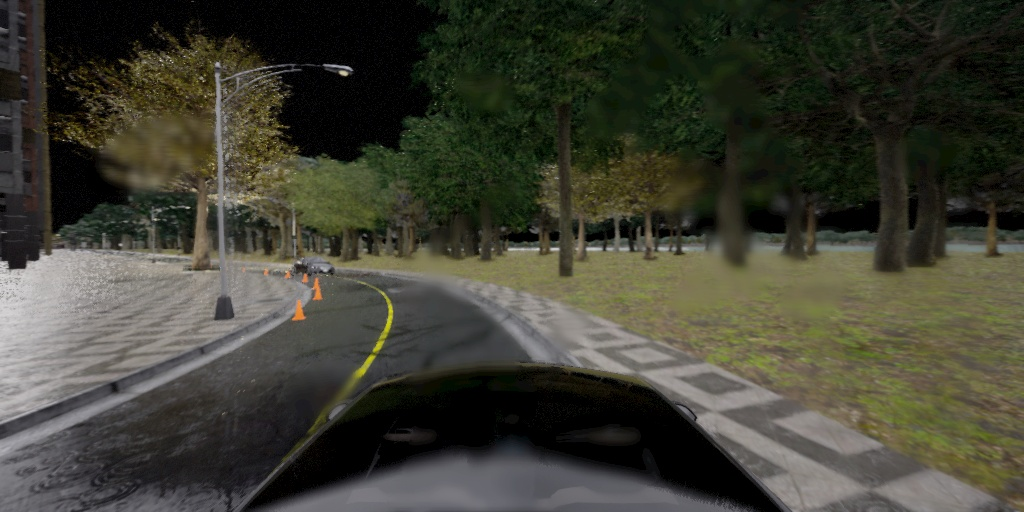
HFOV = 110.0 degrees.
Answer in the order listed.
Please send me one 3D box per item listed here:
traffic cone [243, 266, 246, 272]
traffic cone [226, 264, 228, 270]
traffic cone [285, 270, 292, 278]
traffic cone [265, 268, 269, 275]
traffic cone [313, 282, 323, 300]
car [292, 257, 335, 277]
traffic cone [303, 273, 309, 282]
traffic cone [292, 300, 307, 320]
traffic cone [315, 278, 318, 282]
[{"bbox_3d":[-24.265,1.199,32.550,0.340,0.580,0.340,0,0,37],"label":"traffic cone"},{"bbox_3d":[-28.276,1.136,35.537,0.340,0.580,0.340,0,0,37],"label":"traffic cone"},{"bbox_3d":[-16.594,1.318,26.590,0.340,0.580,0.340,0,0,43],"label":"traffic cone"},{"bbox_3d":[-20.255,1.259,29.564,0.340,0.580,0.340,0,0,37],"label":"traffic cone"},{"bbox_3d":[-8.327,1.556,15.423,0.340,0.580,0.340,0,0,-26],"label":"traffic cone"},{"bbox_3d":[-15.909,0.801,28.692,4.902,1.511,2.128,1,2,41],"label":"car"},{"bbox_3d":[-13.374,1.385,23.226,0.340,0.580,0.340,0,0,-40],"label":"traffic cone"},{"bbox_3d":[-6.580,1.648,11.108,0.340,0.580,0.340,0,0,-18],"label":"traffic cone"},{"bbox_3d":[-10.605,1.464,19.484,0.340,0.580,0.340,0,0,-33],"label":"traffic cone"}]
